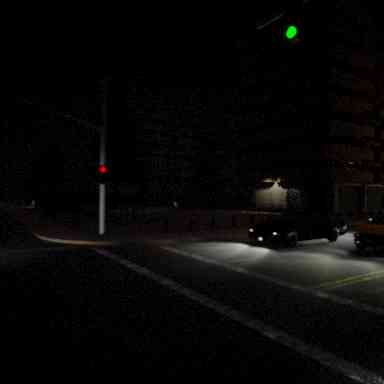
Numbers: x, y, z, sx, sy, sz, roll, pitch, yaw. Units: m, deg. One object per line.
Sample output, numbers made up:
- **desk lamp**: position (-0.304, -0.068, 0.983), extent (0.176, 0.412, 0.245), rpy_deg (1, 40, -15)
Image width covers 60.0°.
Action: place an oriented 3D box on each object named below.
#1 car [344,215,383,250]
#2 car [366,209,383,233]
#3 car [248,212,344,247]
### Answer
- **car**: position (8.828, 1.602, 13.938), extent (5.008, 1.535, 1.882), rpy_deg (1, 0, -33)
- **car**: position (13.205, 1.789, 20.967), extent (4.718, 1.301, 1.895), rpy_deg (1, 0, -33)
- **car**: position (5.168, 1.646, 15.733), extent (5.357, 1.411, 2.033), rpy_deg (1, 0, -33)
